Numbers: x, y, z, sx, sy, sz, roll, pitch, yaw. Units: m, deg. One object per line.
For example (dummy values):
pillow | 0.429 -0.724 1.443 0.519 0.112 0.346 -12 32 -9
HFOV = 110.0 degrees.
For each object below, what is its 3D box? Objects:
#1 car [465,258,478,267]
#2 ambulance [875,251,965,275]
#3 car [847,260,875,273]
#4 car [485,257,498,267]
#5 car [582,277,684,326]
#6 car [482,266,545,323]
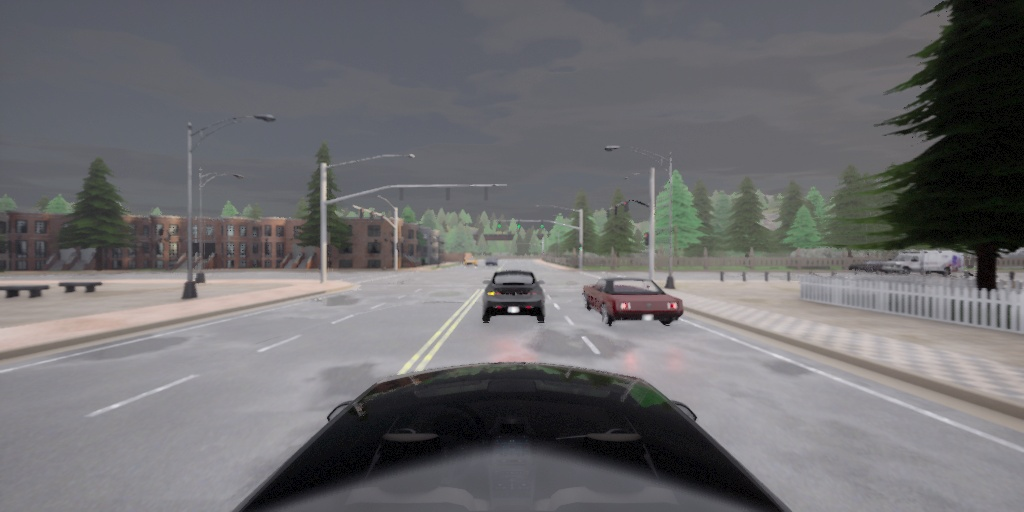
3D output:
car | -7.050 1.030 62.310 1.882 1.535 5.008 0 0 0
ambulance | 41.231 0.670 36.184 6.366 2.431 2.351 0 0 0
car | 40.502 1.178 39.759 5.357 1.411 2.033 0 0 0
car | -3.552 0.904 62.456 2.097 1.767 4.553 0 0 0
car | 3.555 1.319 11.558 1.895 1.301 4.718 0 0 0
car | 0.059 1.219 12.033 1.837 1.490 4.892 0 -1 0
